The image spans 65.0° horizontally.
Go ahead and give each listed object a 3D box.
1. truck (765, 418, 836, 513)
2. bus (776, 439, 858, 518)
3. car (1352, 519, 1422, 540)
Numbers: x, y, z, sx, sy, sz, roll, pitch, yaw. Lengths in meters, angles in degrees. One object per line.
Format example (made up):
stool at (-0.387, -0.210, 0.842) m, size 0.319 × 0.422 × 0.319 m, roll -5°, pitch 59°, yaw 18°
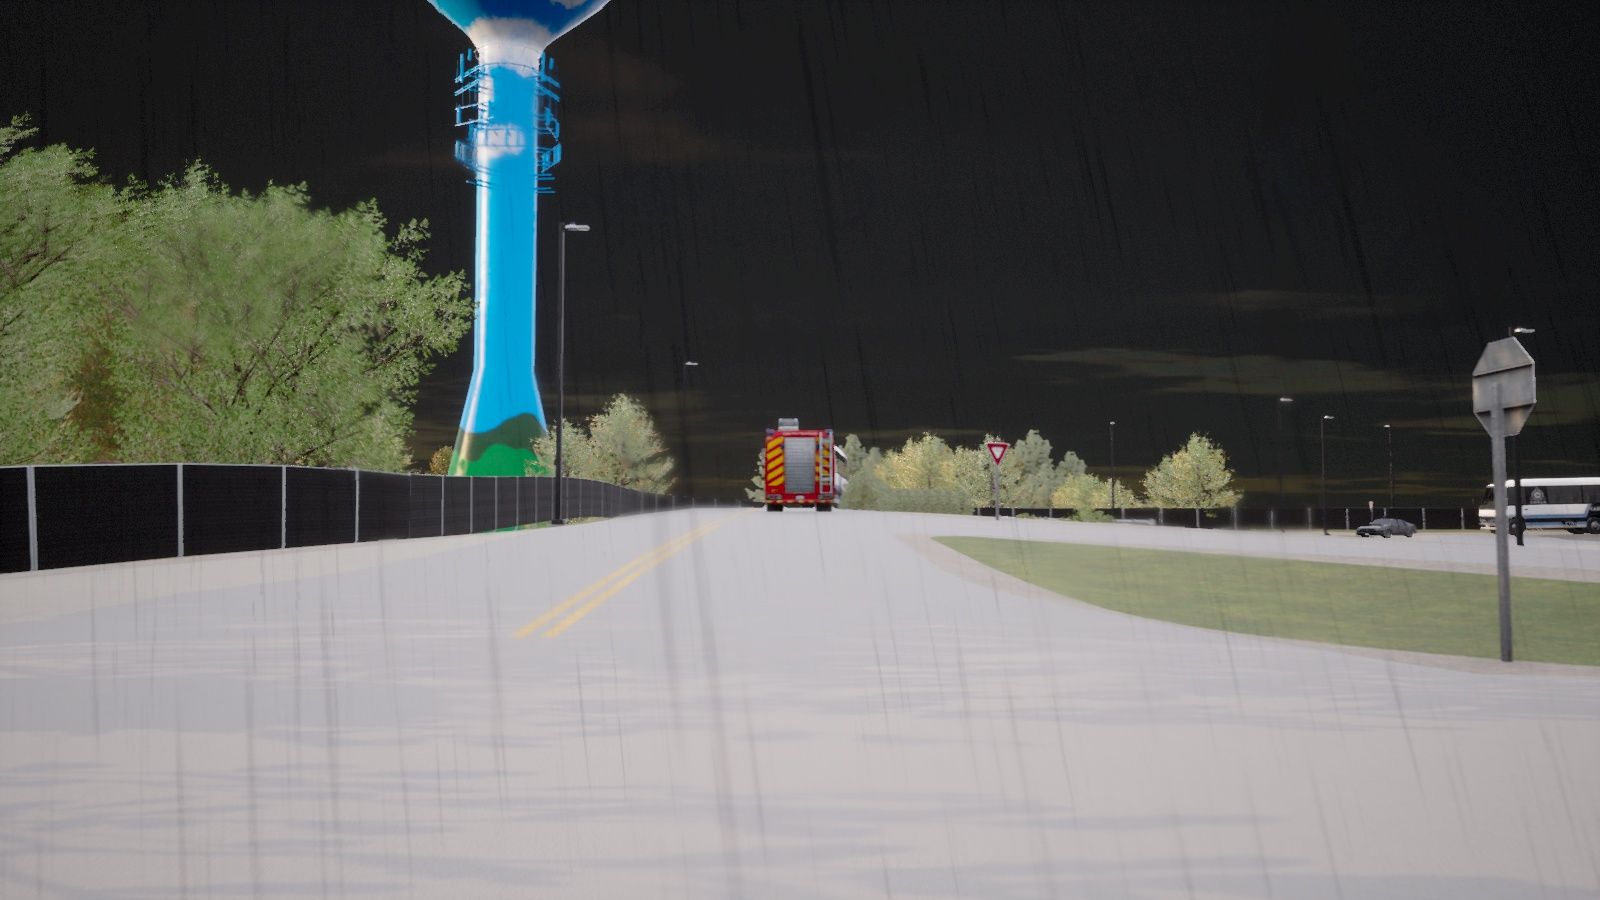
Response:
truck at (-0.039, 0.771, 54.956) m, size 2.891 × 3.827 × 8.468 m, roll 0°, pitch -2°, yaw -1°
bus at (1.217, 1.929, 77.958) m, size 3.944 × 4.253 × 10.273 m, roll -1°, pitch -5°, yaw 7°
car at (41.565, 5.604, 88.847) m, size 5.357 × 1.411 × 2.033 m, roll 2°, pitch -3°, yaw -35°
